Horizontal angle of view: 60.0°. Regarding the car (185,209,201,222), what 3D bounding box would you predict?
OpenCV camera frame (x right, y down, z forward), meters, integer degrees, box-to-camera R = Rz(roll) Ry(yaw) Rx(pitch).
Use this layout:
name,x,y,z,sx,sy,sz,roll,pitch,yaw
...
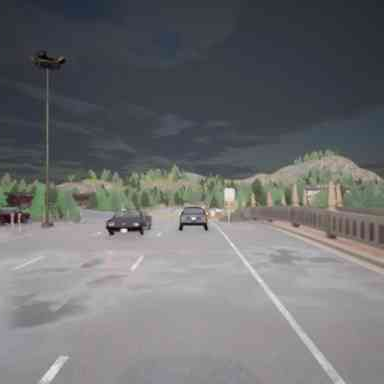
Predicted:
name,x,y,z,sx,sy,sz,roll,pitch,yaw
car,0.088,2.923,40.809,1.837,1.490,4.892,0,-6,0

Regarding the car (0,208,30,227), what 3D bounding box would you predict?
name,x,y,z,sx,sy,sz,roll,pitch,yaw
car,-14.027,1.839,24.713,1.895,1.301,4.718,0,-2,0

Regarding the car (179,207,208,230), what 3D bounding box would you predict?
name,x,y,z,sx,sy,sz,roll,pitch,yaw
car,0.094,1.700,22.303,2.033,1.411,5.357,0,-2,0

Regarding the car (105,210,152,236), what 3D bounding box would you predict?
name,x,y,z,sx,sy,sz,roll,pitch,yaw
car,-3.405,1.677,18.868,1.895,1.301,4.718,0,-1,0
